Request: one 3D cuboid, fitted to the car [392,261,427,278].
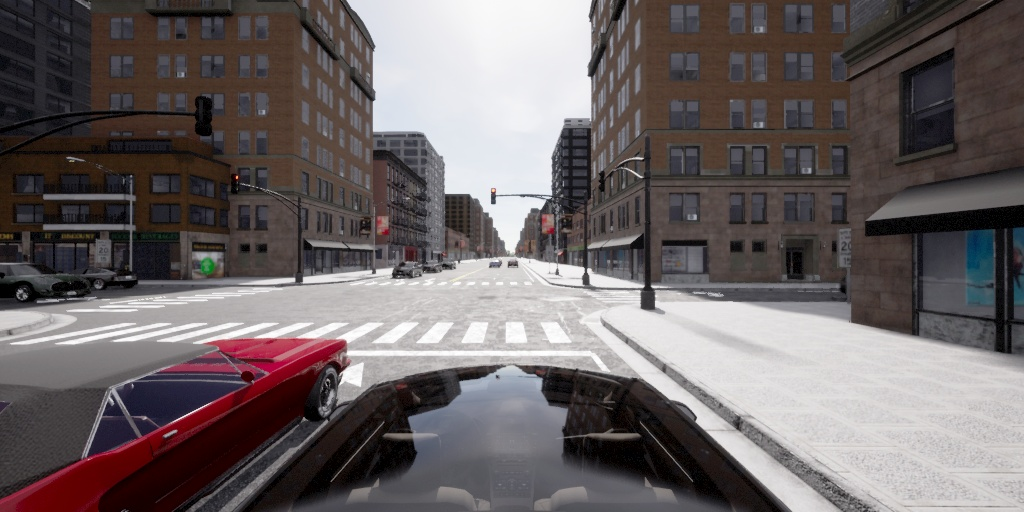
[{"bbox_3d":[-9.757,1.254,33.766,1.837,1.490,4.892,0,0,0],"label":"car"}]

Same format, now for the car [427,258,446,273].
[{"bbox_3d":[-9.730,1.251,43.601,1.837,1.490,4.892,0,0,1],"label":"car"}]

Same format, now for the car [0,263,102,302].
[{"bbox_3d":[-22.162,1.096,16.241,4.553,1.767,2.097,0,0,0],"label":"car"}]

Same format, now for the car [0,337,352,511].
[{"bbox_3d":[-3.156,1.351,2.882,1.895,1.301,4.718,0,0,0],"label":"car"}]

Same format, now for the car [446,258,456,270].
[{"bbox_3d":[-9.698,1.095,53.662,2.097,1.767,4.553,0,0,0],"label":"car"}]

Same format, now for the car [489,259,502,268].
[{"bbox_3d":[-2.980,1.288,62.896,2.033,1.411,5.357,0,0,0],"label":"car"}]

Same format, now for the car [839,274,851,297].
[{"bbox_3d":[17.780,1.293,16.274,4.892,1.490,1.837,0,0,0],"label":"car"}]

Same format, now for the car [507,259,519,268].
[{"bbox_3d":[0.168,1.245,62.244,1.837,1.490,4.892,0,0,0],"label":"car"}]

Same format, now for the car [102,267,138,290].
[{"bbox_3d":[-25.321,1.330,21.750,4.313,1.339,1.948,0,0,0],"label":"car"}]
